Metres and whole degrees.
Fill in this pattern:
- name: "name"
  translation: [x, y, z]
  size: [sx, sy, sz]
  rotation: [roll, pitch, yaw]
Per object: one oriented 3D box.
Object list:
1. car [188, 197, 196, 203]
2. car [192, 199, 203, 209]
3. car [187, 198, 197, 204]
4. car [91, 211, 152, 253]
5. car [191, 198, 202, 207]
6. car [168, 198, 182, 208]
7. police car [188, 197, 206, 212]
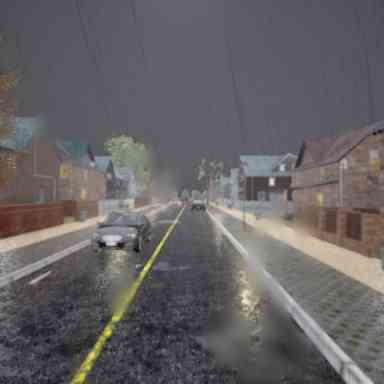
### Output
- name: "car"
  translation: [0.011, 2.250, 94.577]
  size: [2.128, 1.511, 4.902]
  rotation: [0, -1, 0]
- name: "car"
  translation: [0.831, 1.939, 54.803]
  size: [1.812, 1.442, 4.674]
  rotation: [0, -1, 0]
- name: "car"
  translation: [0.008, 2.144, 78.838]
  size: [2.128, 1.511, 4.902]
  rotation: [0, -1, 0]
- name: "car"
  translation: [-2.847, 1.573, 14.202]
  size: [2.128, 1.511, 4.902]
  rotation: [0, 0, 0]
- name: "car"
  translation: [0.832, 1.952, 60.804]
  size: [1.882, 1.535, 5.008]
  rotation: [0, -1, 0]
- name: "car"
  translation: [-2.800, 1.777, 56.118]
  size: [2.097, 1.767, 4.553]
  rotation: [0, -1, 0]
- name: "police car"
  translation: [0.830, 1.749, 44.914]
  size: [1.930, 1.638, 5.238]
  rotation: [0, 0, 0]
